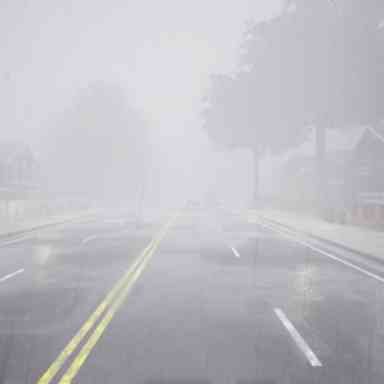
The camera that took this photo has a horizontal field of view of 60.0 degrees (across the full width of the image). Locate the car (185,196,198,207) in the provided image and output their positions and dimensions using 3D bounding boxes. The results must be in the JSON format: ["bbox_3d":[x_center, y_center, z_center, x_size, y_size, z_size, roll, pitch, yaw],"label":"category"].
[{"bbox_3d":[-0.011,1.514,49.799,1.895,1.301,4.718,0,0,0],"label":"car"}]

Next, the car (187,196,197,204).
[{"bbox_3d":[-0.012,1.418,59.805,1.812,1.442,4.674,0,0,0],"label":"car"}]

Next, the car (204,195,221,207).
[{"bbox_3d":[3.239,1.514,49.800,1.895,1.301,4.718,0,0,0],"label":"car"}]

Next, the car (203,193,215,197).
[{"bbox_3d":[3.238,1.124,59.836,2.150,2.045,5.566,0,0,0],"label":"car"}]
